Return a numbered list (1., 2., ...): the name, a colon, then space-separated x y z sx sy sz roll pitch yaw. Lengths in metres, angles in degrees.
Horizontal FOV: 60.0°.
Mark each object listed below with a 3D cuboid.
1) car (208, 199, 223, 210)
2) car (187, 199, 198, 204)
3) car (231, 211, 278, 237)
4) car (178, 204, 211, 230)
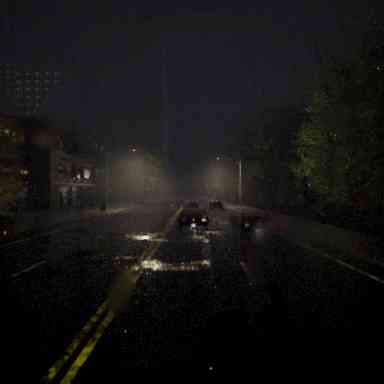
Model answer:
1. car: 3.327 1.713 47.325 2.128 1.511 4.902 0 0 0
2. car: 0.077 1.783 50.750 2.033 1.411 5.357 0 0 0
3. car: 3.340 1.691 18.646 1.895 1.301 4.718 0 0 0
4. car: 0.088 1.707 22.084 1.895 1.301 4.718 0 0 0
